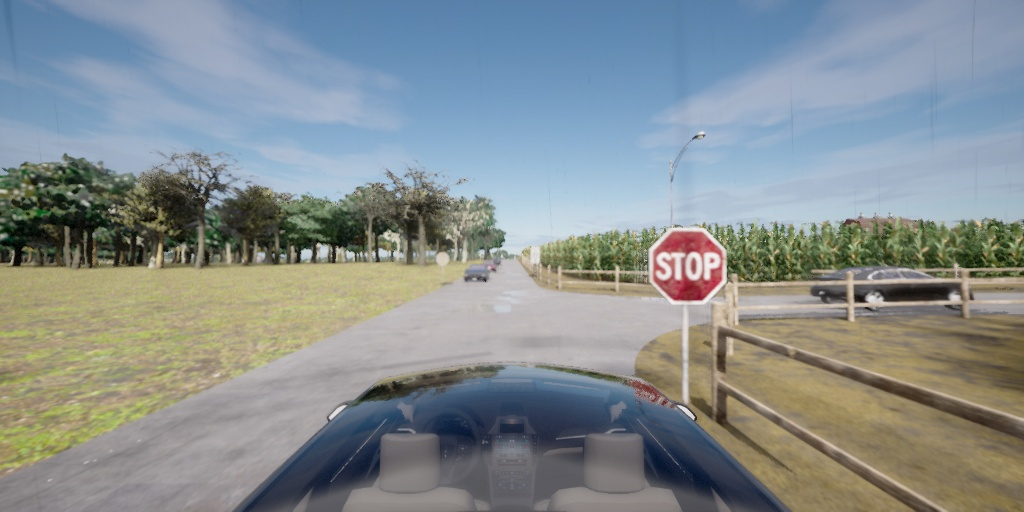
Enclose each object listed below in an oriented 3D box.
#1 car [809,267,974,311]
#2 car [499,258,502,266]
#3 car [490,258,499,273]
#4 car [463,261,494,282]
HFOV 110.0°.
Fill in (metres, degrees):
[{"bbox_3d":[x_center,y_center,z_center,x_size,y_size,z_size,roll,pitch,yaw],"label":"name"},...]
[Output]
[{"bbox_3d":[13.858,1.150,13.237,4.902,1.511,2.128,-1,-1,0],"label":"car"},{"bbox_3d":[-2.831,1.044,64.489,1.837,1.490,4.892,0,0,0],"label":"car"},{"bbox_3d":[-2.896,1.295,44.601,1.812,1.442,4.674,0,0,0],"label":"car"},{"bbox_3d":[-2.881,1.400,30.230,2.033,1.411,5.357,0,0,0],"label":"car"}]
